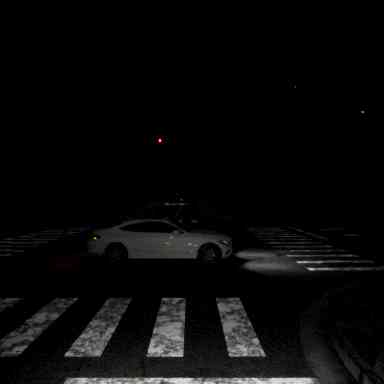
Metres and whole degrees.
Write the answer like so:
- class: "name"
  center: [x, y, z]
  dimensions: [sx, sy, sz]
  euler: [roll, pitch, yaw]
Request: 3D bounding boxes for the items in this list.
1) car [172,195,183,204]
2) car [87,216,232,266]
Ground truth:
- class: "car"
  center: [-2.932, 1.498, 69.321]
  dimensions: [2.097, 1.767, 4.553]
  euler: [0, 0, 0]
- class: "car"
  center: [-1.022, 1.539, 10.973]
  dimensions: [4.674, 1.442, 1.812]
  euler: [0, 0, 0]
